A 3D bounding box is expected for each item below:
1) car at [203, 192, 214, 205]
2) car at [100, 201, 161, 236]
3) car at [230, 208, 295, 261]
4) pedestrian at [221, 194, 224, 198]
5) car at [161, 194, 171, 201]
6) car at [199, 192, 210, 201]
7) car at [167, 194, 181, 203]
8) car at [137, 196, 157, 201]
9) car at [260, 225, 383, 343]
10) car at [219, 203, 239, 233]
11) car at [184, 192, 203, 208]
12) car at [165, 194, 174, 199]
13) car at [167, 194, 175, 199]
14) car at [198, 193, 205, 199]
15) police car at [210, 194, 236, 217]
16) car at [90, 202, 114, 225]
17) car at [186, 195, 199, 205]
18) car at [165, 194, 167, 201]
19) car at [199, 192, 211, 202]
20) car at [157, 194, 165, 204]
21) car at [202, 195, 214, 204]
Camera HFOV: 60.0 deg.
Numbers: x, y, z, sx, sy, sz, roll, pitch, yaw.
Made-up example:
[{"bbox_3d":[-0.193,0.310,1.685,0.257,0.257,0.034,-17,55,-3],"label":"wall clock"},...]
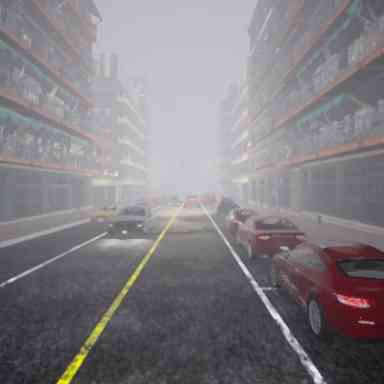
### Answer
[{"bbox_3d":[2.680,1.069,51.725,2.192,1.841,5.009,-1,0,0],"label":"car"},{"bbox_3d":[-3.099,1.455,17.982,2.033,1.411,5.357,0,0,0],"label":"car"},{"bbox_3d":[2.680,1.482,11.933,1.887,1.381,4.507,-1,0,0],"label":"car"},{"bbox_3d":[3.002,1.130,32.645,0.375,1.860,0.375,-1,1,0],"label":"pedestrian"},{"bbox_3d":[-5.695,1.209,74.468,1.887,1.381,4.507,-1,0,0],"label":"car"},{"bbox_3d":[2.682,0.979,74.463,2.192,1.841,5.009,-1,0,0],"label":"car"},{"bbox_3d":[-3.034,1.230,60.105,1.837,1.490,4.892,0,0,1],"label":"car"},{"bbox_3d":[-5.699,1.346,40.360,1.887,1.381,4.507,-1,0,0],"label":"car"},{"bbox_3d":[2.681,1.548,6.248,1.802,1.307,4.206,-1,0,0],"label":"car"},{"bbox_3d":[2.681,1.491,17.618,1.802,1.307,4.206,-1,0,0],"label":"car"},{"bbox_3d":[0.018,1.136,44.529,2.097,1.767,4.553,0,0,0],"label":"car"},{"bbox_3d":[-5.694,1.187,85.838,1.947,1.339,4.313,-1,0,0],"label":"car"},{"bbox_3d":[-5.694,1.167,91.522,1.947,1.339,4.313,-1,0,0],"label":"car"},{"bbox_3d":[2.686,1.126,91.688,1.752,1.417,4.829,-1,0,0],"label":"car"},{"bbox_3d":[3.001,1.276,29.648,1.930,1.638,5.238,0,0,0],"label":"police car"},{"bbox_3d":[-5.699,1.408,23.136,1.752,1.417,4.829,-1,0,0],"label":"car"},{"bbox_3d":[0.004,1.289,54.744,2.033,1.411,5.357,0,0,0],"label":"car"},{"bbox_3d":[-5.697,1.126,68.783,1.967,1.590,4.097,-1,0,0],"label":"car"},{"bbox_3d":[2.681,1.001,68.778,2.192,1.841,5.009,-1,0,0],"label":"car"},{"bbox_3d":[-5.697,1.299,51.730,1.887,1.381,4.507,-1,0,0],"label":"car"},{"bbox_3d":[2.683,1.255,57.580,1.752,1.417,4.829,-1,0,0],"label":"car"}]
